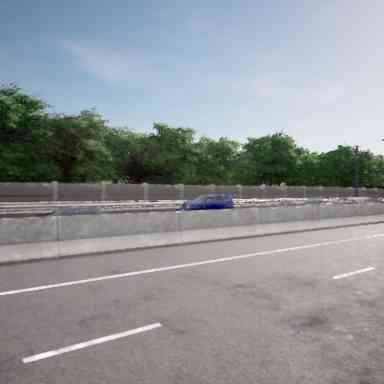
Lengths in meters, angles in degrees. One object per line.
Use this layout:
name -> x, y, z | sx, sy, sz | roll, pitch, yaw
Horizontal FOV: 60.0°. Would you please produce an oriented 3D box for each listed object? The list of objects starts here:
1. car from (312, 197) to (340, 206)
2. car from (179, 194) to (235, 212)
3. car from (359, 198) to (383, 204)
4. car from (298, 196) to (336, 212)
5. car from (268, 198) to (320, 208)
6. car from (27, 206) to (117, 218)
car -> 12.915, 1.493, 34.627 | 4.892, 1.490, 1.837 | 0, 0, -35
car -> 1.512, 1.216, 30.862 | 5.566, 2.045, 2.150 | 0, 0, -35
car -> 19.329, 1.399, 34.865 | 4.553, 1.767, 2.097 | 0, 0, -36
car -> 15.263, 1.399, 40.562 | 4.553, 1.767, 2.097 | 0, 0, -36
car -> 7.624, 1.485, 26.616 | 4.902, 1.511, 2.128 | 0, 0, -35
car -> -7.232, 1.545, 20.328 | 5.357, 1.411, 2.033 | 0, 0, -35
